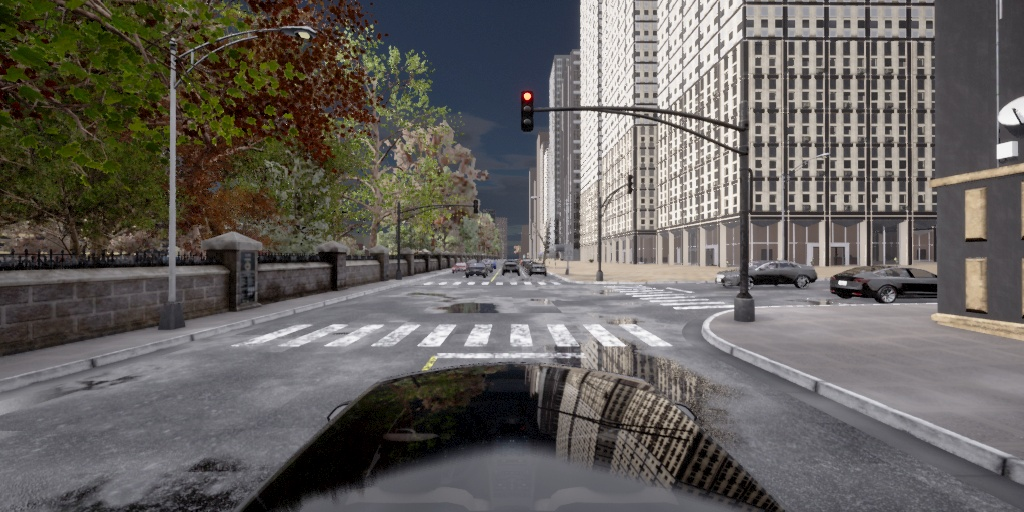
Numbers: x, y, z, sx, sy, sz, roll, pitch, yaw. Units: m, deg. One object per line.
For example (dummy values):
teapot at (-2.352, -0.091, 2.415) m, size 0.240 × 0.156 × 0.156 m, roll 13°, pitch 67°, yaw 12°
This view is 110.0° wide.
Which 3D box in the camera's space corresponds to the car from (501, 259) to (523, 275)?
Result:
car at (-0.107, 1.273, 38.961) m, size 1.837 × 1.490 × 4.892 m, roll 0°, pitch 0°, yaw 0°

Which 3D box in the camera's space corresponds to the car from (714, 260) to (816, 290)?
car at (13.651, 0.993, 19.422) m, size 4.902 × 1.511 × 2.128 m, roll -1°, pitch 0°, yaw 0°

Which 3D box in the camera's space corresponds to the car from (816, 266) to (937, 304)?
car at (14.627, 1.026, 13.628) m, size 4.313 × 1.339 × 1.948 m, roll 0°, pitch 0°, yaw -1°

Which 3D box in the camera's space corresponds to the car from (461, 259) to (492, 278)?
car at (-3.266, 1.311, 34.174) m, size 2.033 × 1.411 × 5.357 m, roll 0°, pitch 0°, yaw 0°

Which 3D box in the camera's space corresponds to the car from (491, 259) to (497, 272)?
car at (-3.317, 1.262, 44.192) m, size 2.128 × 1.511 × 4.902 m, roll 0°, pitch 0°, yaw 0°

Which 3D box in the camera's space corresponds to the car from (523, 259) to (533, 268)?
car at (2.482, 1.335, 41.779) m, size 1.948 × 1.339 × 4.313 m, roll 0°, pitch 0°, yaw 0°

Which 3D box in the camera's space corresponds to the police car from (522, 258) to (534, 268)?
police car at (2.807, 1.218, 64.571) m, size 1.930 × 1.638 × 5.238 m, roll 0°, pitch 0°, yaw 0°

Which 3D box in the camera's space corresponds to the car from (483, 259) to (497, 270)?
car at (-3.362, 1.259, 54.558) m, size 1.882 × 1.535 × 5.008 m, roll 0°, pitch 0°, yaw 0°

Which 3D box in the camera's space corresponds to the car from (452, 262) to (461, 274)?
car at (-5.898, 1.351, 41.735) m, size 1.802 × 1.307 × 4.207 m, roll 0°, pitch 0°, yaw 0°

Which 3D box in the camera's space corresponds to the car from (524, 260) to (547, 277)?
car at (2.512, 1.330, 36.147) m, size 1.948 × 1.339 × 4.313 m, roll 0°, pitch 0°, yaw 0°
